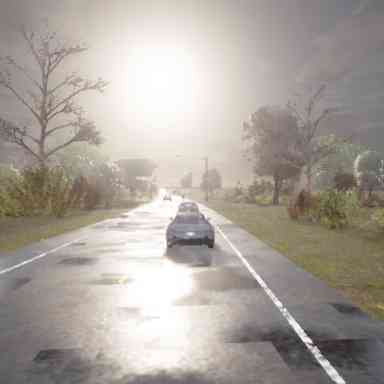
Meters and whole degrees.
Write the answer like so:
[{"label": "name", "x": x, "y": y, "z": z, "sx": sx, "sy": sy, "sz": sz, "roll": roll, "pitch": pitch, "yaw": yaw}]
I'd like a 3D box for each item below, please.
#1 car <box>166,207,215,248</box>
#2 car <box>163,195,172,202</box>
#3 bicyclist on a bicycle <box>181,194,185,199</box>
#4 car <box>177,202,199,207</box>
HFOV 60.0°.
[{"label": "car", "x": -0.082, "y": 1.571, "z": 14.704, "sx": 1.994, "sy": 1.385, "sz": 4.181, "roll": 0, "pitch": 0, "yaw": -1}, {"label": "car", "x": -5.648, "y": 1.507, "z": 76.621, "sx": 1.812, "sy": 1.442, "sz": 4.674, "roll": 0, "pitch": 0, "yaw": -3}, {"label": "bicyclist on a bicycle", "x": -2.349, "y": 1.358, "z": 95.349, "sx": 0.659, "sy": 1.776, "sz": 1.843, "roll": 0, "pitch": 0, "yaw": -4}, {"label": "car", "x": -0.327, "y": 1.561, "z": 29.721, "sx": 2.033, "sy": 1.411, "sz": 5.357, "roll": 0, "pitch": 0, "yaw": -1}]
